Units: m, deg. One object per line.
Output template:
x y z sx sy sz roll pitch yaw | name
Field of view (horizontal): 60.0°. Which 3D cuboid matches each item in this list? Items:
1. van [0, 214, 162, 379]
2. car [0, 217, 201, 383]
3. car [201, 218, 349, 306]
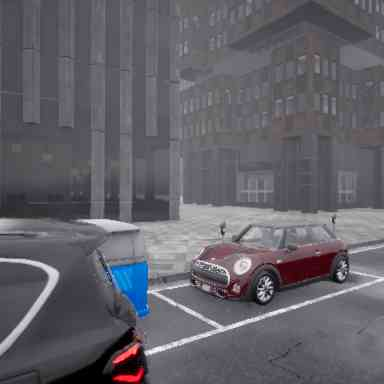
-2.591 1.341 4.798 3.998 1.788 1.690 0 0 -35 | van
-2.853 1.221 1.354 5.566 2.045 2.150 0 0 -35 | car
1.920 1.441 7.987 4.097 1.590 1.967 0 0 -35 | car
